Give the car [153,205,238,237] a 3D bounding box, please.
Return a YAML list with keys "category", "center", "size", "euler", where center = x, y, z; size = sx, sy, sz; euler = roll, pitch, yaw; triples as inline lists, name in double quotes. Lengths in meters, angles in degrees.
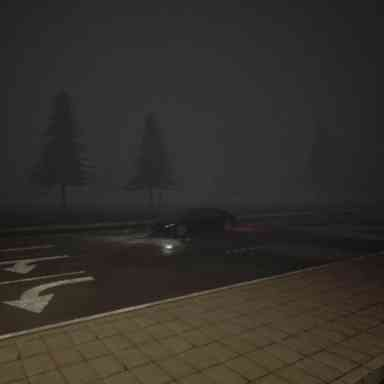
- category: "car"
  center: [0.265, 1.529, 18.192]
  size: [5.008, 1.535, 1.882]
  euler: [-1, 1, -35]
